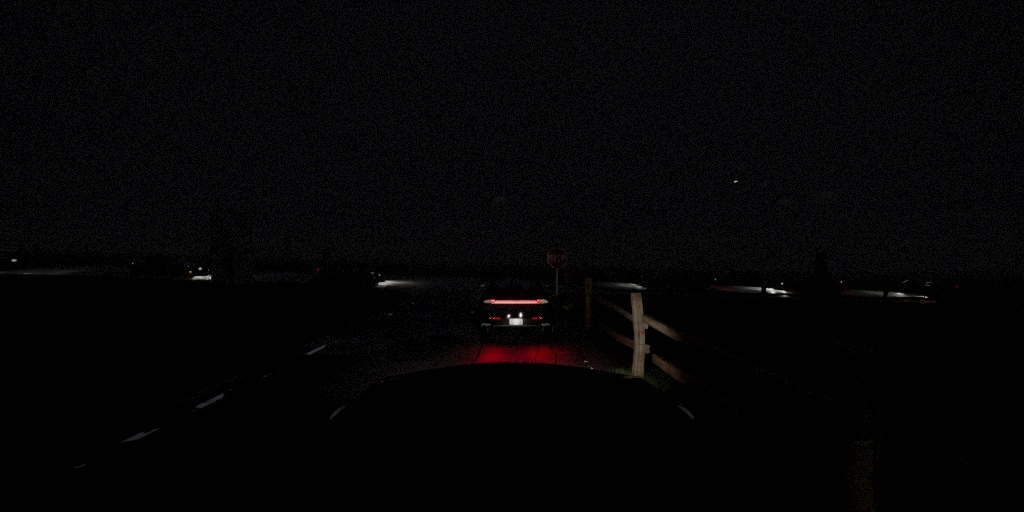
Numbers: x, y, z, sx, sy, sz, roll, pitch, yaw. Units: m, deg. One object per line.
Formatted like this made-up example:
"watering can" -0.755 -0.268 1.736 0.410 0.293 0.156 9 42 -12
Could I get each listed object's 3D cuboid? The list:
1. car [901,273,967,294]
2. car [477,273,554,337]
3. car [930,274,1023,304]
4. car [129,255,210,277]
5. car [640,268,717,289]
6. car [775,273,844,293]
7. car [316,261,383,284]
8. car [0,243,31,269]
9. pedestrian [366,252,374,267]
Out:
"car" 32.688 2.080 27.290 4.553 1.767 2.097 2 3 0
"car" 0.076 1.234 10.328 2.128 1.511 4.902 0 0 0
"car" 32.345 2.347 24.362 4.902 1.511 2.128 2 3 0
"car" -23.314 0.645 24.505 4.181 1.385 1.994 2 3 0
"car" 12.675 1.657 27.363 5.357 1.411 2.033 2 3 0
"car" 22.610 1.984 27.334 4.181 1.385 1.994 2 3 0
"car" -11.026 1.051 24.485 4.181 1.385 1.994 2 3 1
"car" -36.804 -0.144 24.536 5.566 2.045 2.150 2 3 0
"pedestrian" -12.093 0.528 30.438 0.375 1.860 0.375 0 1 0
